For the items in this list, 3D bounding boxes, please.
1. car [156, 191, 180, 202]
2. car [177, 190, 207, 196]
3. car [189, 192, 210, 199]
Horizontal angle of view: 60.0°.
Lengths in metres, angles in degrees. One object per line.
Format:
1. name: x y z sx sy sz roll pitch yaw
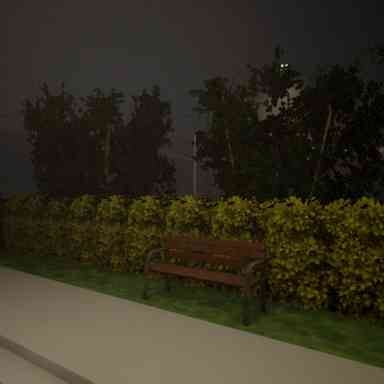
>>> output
1. car: -4.374 0.808 61.697 2.097 1.767 4.553 0 2 35
2. car: -0.040 0.606 61.786 2.150 2.045 5.566 0 2 35
3. car: 1.585 0.707 70.110 1.882 1.535 5.008 0 1 35
